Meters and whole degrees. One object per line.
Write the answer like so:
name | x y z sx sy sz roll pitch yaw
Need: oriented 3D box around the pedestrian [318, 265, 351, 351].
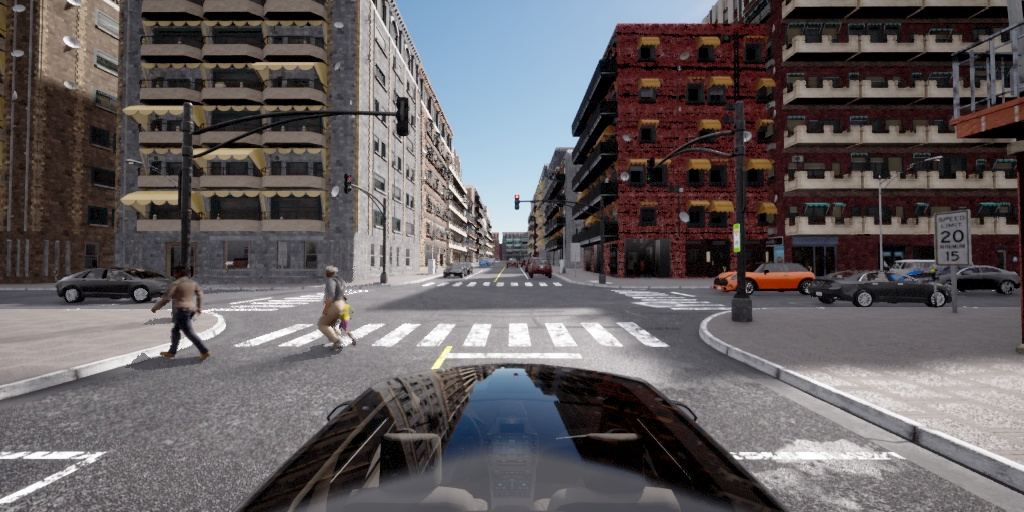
pedestrian | -3.694 1.044 7.438 0.375 1.860 0.375 1 -1 0

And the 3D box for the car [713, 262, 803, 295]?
car | 13.223 1.103 18.964 4.553 1.767 2.097 0 -1 1

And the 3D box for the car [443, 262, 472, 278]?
car | -5.278 1.328 33.770 1.948 1.339 4.313 0 0 0

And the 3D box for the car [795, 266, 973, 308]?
car | 13.758 1.185 13.501 4.403 1.370 2.007 0 0 0

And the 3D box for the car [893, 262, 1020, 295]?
car | 23.476 1.217 18.893 4.902 1.511 2.128 0 -1 0

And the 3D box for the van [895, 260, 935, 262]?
van | 24.925 1.115 21.340 3.998 1.789 1.690 0 0 0

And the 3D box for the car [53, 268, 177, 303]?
car | -17.232 1.281 16.090 4.892 1.490 1.837 0 -1 -1

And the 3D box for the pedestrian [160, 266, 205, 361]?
pedestrian | -6.257 1.046 6.843 0.375 1.860 0.375 1 -1 0

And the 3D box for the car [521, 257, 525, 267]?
car | 2.615 1.086 44.930 2.192 1.841 5.009 0 0 0

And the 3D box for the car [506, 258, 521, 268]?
car | 0.070 1.174 63.365 2.097 1.767 4.553 0 0 0

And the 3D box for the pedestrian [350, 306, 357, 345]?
pedestrian | -3.721 1.422 8.040 0.500 1.100 0.500 1 -1 0

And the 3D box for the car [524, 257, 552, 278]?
car | 2.603 1.077 33.806 2.192 1.841 5.009 0 0 0
